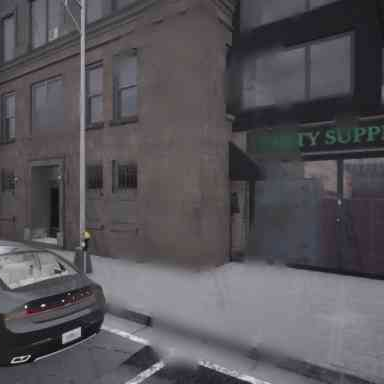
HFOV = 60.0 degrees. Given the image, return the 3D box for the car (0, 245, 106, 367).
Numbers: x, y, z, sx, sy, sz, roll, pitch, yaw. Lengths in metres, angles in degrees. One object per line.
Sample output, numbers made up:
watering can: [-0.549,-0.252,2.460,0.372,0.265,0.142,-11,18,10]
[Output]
car: [-3.273,1.551,5.413,4.403,1.369,2.008,0,0,36]
